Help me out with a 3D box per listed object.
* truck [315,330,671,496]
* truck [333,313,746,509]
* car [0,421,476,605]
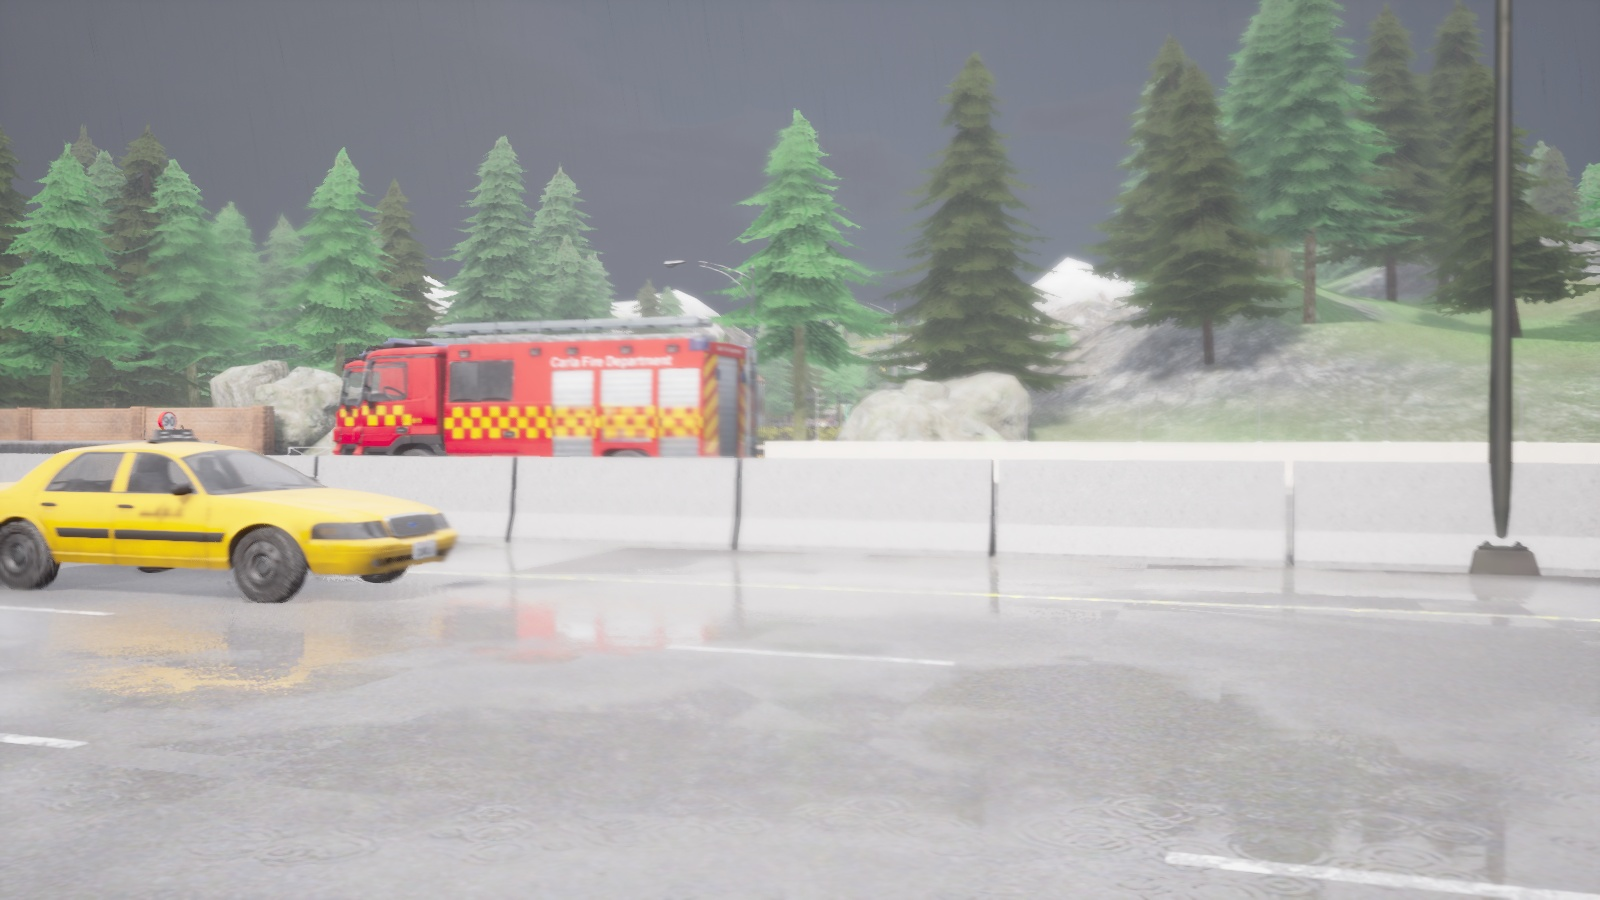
[{"bbox_3d":[-7.729,-0.913,31.610,8.468,3.827,2.891,1,1,19],"label":"truck"},{"bbox_3d":[-5.646,-0.828,27.220,8.468,3.827,2.891,1,1,19],"label":"truck"},{"bbox_3d":[-6.092,0.516,12.619,5.366,1.575,1.801,1,1,19],"label":"car"}]
